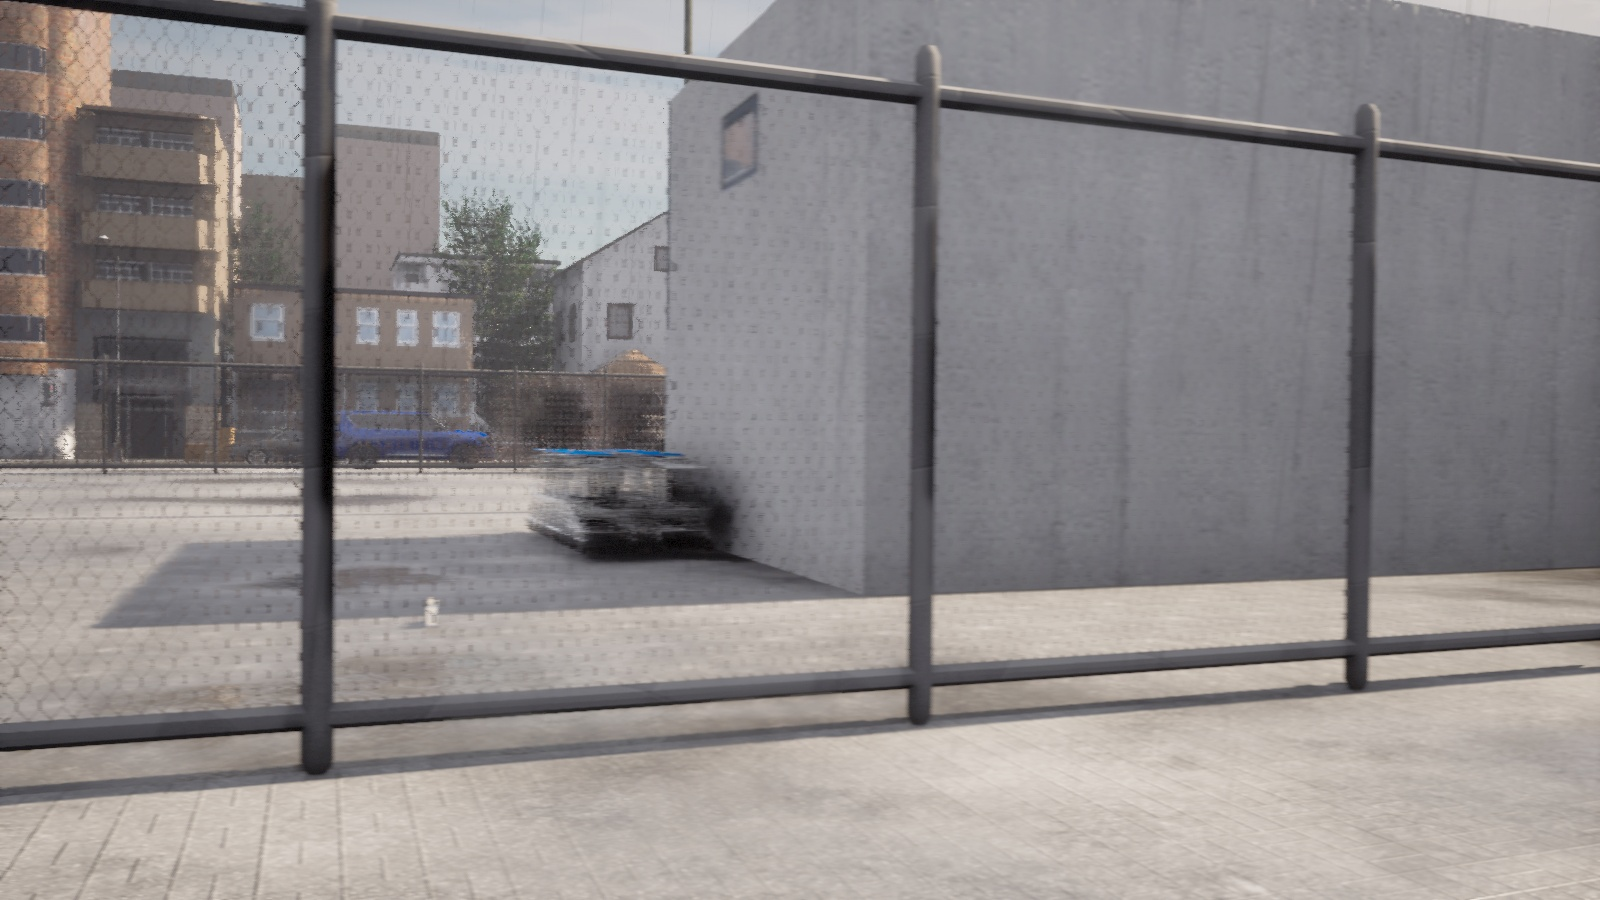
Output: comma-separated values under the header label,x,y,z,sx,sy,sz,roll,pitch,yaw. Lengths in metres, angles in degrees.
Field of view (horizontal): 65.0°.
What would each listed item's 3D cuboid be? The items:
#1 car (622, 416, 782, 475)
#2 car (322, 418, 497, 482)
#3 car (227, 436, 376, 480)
label,x,y,z,sx,sy,sz,roll,pitch,yaw
car,-3.639,-0.198,46.644,5.566,2.045,2.150,-1,1,-18
car,-13.322,-0.037,42.940,5.566,2.045,2.150,-1,1,-19
car,-17.956,0.258,45.426,4.892,1.490,1.837,-1,1,-21
